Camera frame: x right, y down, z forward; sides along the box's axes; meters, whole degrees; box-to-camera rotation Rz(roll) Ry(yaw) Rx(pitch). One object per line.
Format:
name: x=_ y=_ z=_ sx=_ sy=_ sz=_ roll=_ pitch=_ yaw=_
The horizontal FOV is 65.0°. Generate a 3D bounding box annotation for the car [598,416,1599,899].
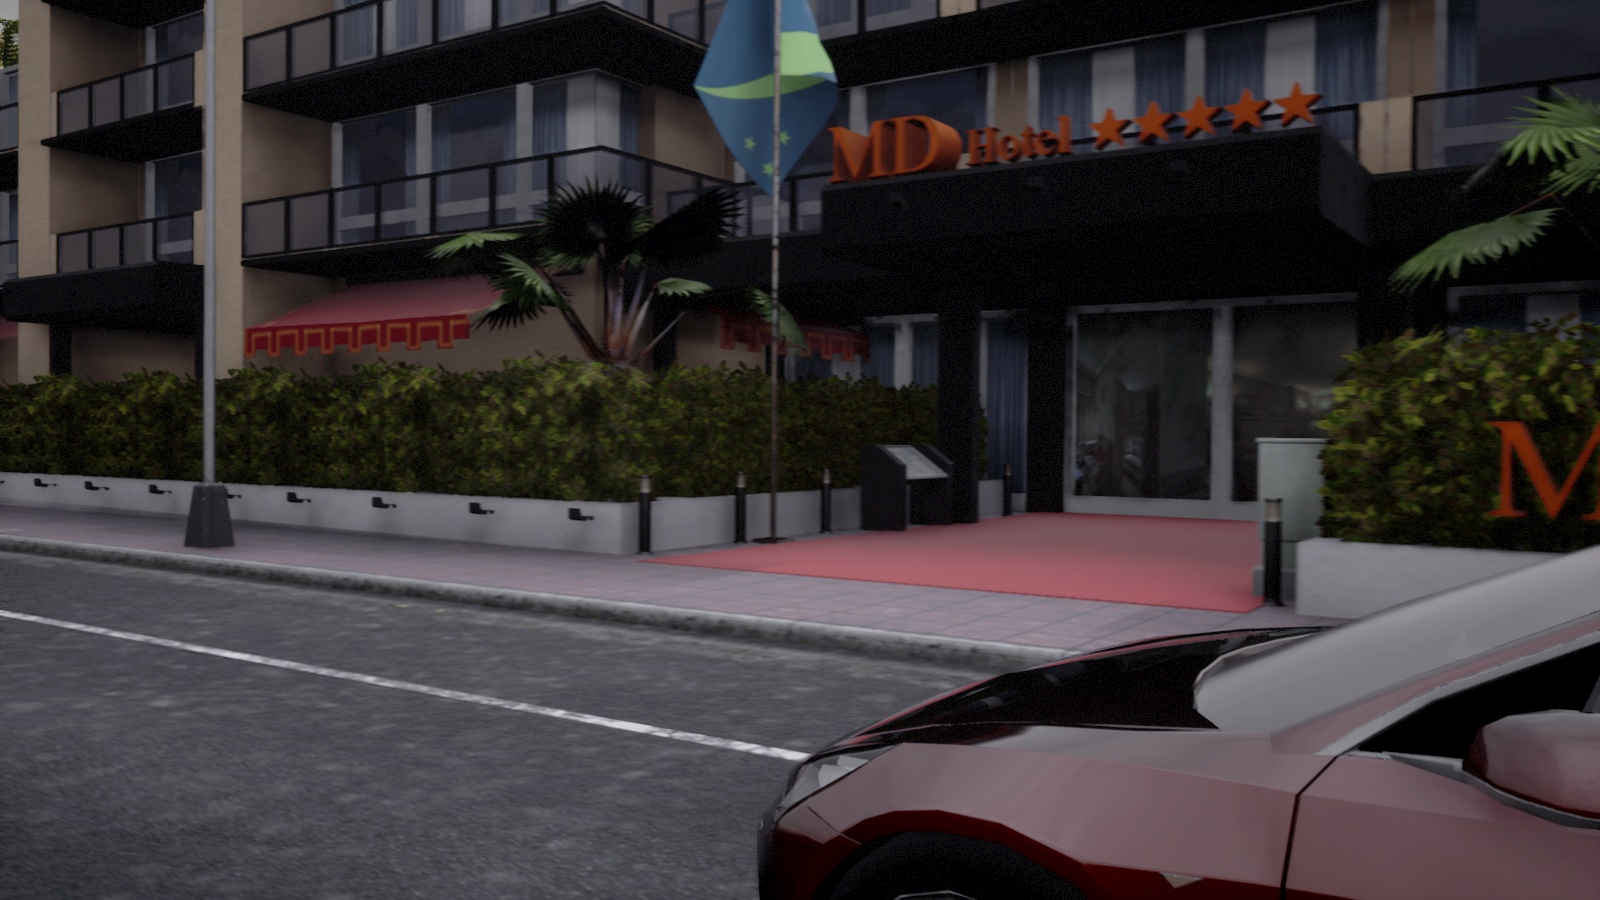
car: x=2.184 y=0.682 z=2.173 sx=4.792 sy=1.488 sz=2.163 roll=0 pitch=1 yaw=34
